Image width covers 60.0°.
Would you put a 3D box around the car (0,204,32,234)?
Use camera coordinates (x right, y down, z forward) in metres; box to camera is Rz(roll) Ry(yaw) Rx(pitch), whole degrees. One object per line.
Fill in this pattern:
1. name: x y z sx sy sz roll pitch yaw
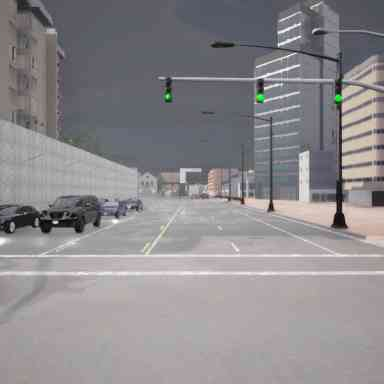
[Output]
1. car: -10.608 1.505 19.432 1.837 1.490 4.892 0 0 0

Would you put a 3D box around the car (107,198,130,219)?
1. car: -7.111 1.526 29.704 1.812 1.442 4.674 0 0 0

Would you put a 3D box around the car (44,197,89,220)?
1. car: -10.611 1.352 28.499 2.097 1.767 4.553 0 0 0

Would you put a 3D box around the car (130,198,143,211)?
1. car: -7.107 1.491 40.046 2.128 1.511 4.902 0 0 0

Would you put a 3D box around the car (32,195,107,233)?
1. car: -7.105 1.221 20.063 2.150 2.045 5.566 0 0 0

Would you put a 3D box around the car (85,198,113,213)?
1. car: -10.609 1.505 38.317 1.837 1.490 4.892 0 0 0

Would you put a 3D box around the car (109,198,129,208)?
1. car: -10.576 1.601 48.377 1.895 1.301 4.718 0 0 0
